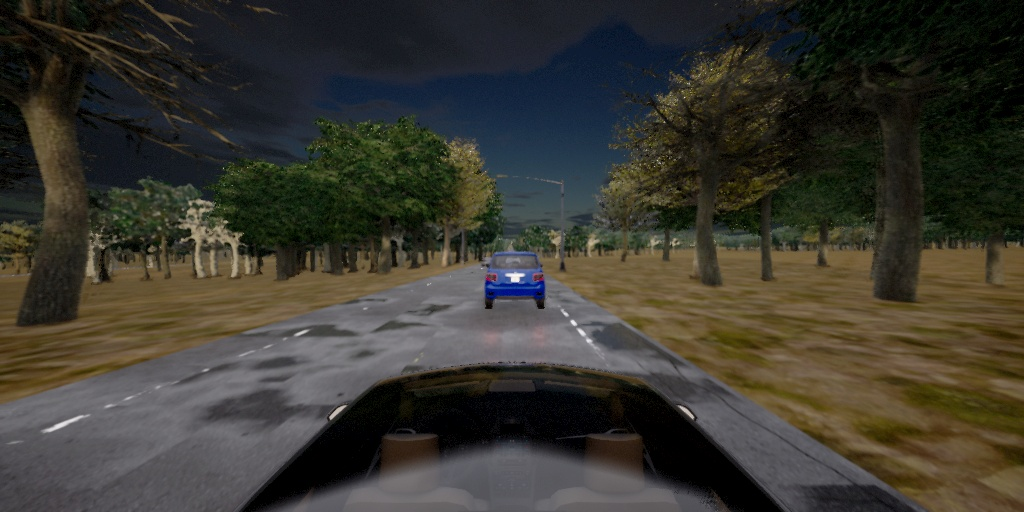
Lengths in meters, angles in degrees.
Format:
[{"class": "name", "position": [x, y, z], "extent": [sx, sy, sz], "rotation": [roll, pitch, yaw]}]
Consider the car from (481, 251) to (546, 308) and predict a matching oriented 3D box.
[{"class": "car", "position": [0.104, 0.836, 14.442], "extent": [2.150, 2.045, 5.566], "rotation": [0, 1, 0]}]

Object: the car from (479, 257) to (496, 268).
[{"class": "car", "position": [-3.500, 0.887, 52.889], "extent": [2.128, 1.511, 4.902], "rotation": [0, 0, 0]}]
